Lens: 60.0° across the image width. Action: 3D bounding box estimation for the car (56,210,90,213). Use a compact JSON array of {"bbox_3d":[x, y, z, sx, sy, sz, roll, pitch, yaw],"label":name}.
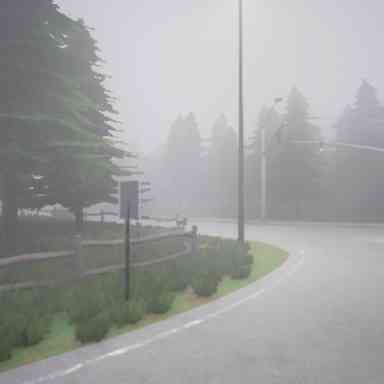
[{"bbox_3d":[-11.981,2.011,32.839,4.718,1.301,1.895,-1,-1,43],"label":"car"}]
